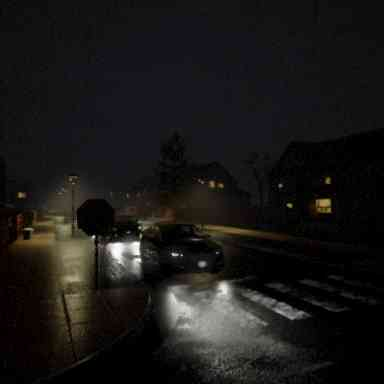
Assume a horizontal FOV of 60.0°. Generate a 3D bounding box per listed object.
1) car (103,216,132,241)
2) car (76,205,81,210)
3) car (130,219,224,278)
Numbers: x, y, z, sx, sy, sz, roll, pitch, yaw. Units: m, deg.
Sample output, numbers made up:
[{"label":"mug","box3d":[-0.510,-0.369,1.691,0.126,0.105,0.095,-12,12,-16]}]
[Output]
[{"label":"car","box3d":[-4.452,2.215,21.045,1.994,1.385,4.181,0,-2,-23]},{"label":"car","box3d":[-29.781,4.335,88.843,1.812,1.442,4.674,0,-2,-23]},{"label":"car","box3d":[-0.563,1.841,11.636,2.128,1.511,4.902,0,-2,-21]}]
